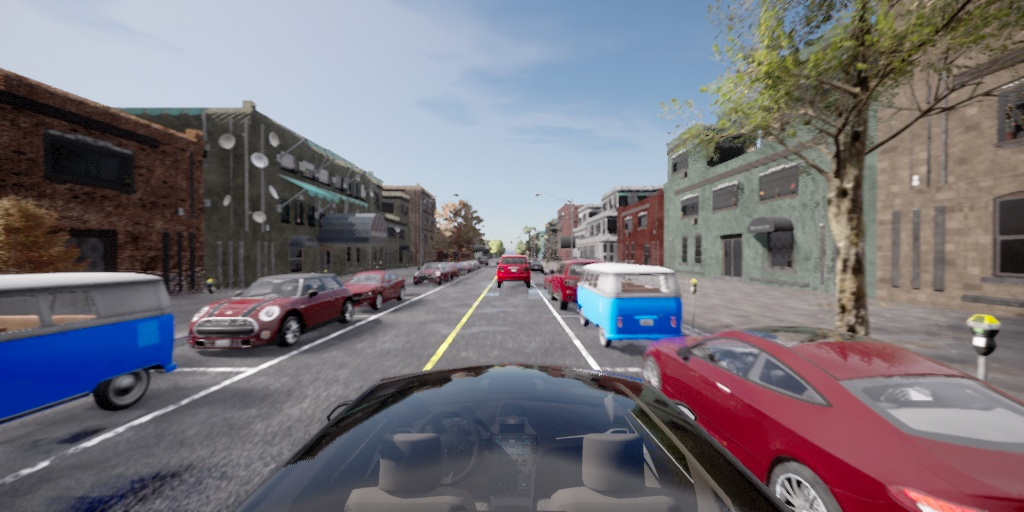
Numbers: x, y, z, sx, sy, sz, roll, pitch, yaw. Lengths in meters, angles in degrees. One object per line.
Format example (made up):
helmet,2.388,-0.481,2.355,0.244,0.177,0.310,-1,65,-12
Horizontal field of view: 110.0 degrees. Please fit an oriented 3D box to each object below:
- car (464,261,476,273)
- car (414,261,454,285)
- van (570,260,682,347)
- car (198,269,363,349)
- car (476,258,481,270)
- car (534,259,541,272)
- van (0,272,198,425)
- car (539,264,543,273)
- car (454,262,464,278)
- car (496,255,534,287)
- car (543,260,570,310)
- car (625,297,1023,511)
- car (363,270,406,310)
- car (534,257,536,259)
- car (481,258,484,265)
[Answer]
car,-5.658,1.327,42.324,1.802,1.307,4.207,0,0,0
car,-5.670,1.187,25.679,1.967,1.591,4.097,0,0,0
van,2.699,1.090,9.030,1.690,1.789,3.998,0,0,0
car,-5.681,1.189,9.034,1.967,1.591,4.097,0,0,0
car,-5.655,1.294,47.872,2.007,1.370,4.403,0,0,0
car,2.722,1.311,42.321,1.948,1.339,4.313,0,0,0
van,-5.686,1.091,3.486,1.690,1.789,3.998,0,0,0
car,2.707,1.330,20.127,1.802,1.307,4.207,0,0,0
car,-5.666,1.291,31.228,1.888,1.381,4.507,0,0,0
car,0.116,0.969,24.503,2.150,2.045,5.566,0,0,0
car,2.703,1.064,14.579,2.192,1.841,5.009,0,0,0
car,2.695,1.332,3.482,1.802,1.307,4.207,0,0,0
car,-5.678,1.294,14.583,1.888,1.381,4.507,0,0,0
car,2.727,1.269,48.038,1.751,1.417,4.829,0,0,0
car,-5.651,1.325,53.421,1.802,1.307,4.207,0,0,0
